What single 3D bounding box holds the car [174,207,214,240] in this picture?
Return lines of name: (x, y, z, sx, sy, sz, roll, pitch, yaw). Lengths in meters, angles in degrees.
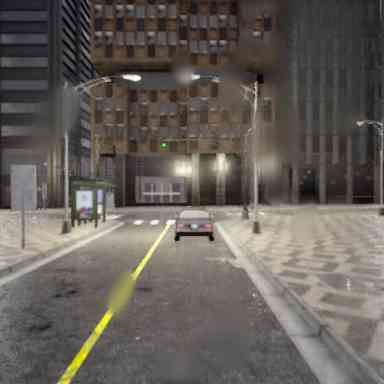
car: (0.100, 1.471, 16.517, 2.033, 1.411, 5.357, 0, 0, 0)
